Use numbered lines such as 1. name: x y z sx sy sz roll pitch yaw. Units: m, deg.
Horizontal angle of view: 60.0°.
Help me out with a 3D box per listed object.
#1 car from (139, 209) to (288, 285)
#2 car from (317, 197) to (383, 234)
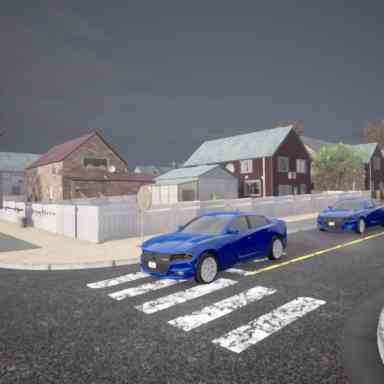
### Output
1. car: 0.816 1.296 9.306 1.882 1.535 5.008 -1 1 44
2. car: 7.915 1.037 16.134 5.008 1.535 1.882 -2 0 -42
